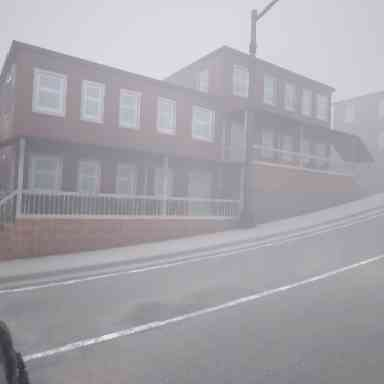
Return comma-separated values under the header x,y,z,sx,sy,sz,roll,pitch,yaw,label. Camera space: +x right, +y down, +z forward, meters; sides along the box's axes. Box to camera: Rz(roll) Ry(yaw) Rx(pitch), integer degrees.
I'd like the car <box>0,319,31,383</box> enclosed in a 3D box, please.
x,y,z,sx,sy,sz,roll,pitch,yaw,label
-3.680,1.523,1.533,5.357,1.411,2.033,1,-1,-33,car
